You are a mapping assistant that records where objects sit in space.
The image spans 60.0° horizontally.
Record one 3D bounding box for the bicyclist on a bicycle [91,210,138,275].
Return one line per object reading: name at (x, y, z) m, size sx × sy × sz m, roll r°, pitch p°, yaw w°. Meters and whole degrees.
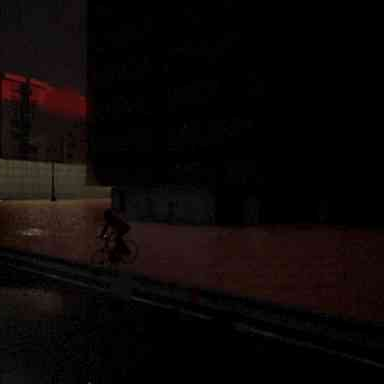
bicyclist on a bicycle at (-2.063, 1.276, 8.861) m, size 0.582 × 1.620 × 1.656 m, roll 1°, pitch 7°, yaw 35°
